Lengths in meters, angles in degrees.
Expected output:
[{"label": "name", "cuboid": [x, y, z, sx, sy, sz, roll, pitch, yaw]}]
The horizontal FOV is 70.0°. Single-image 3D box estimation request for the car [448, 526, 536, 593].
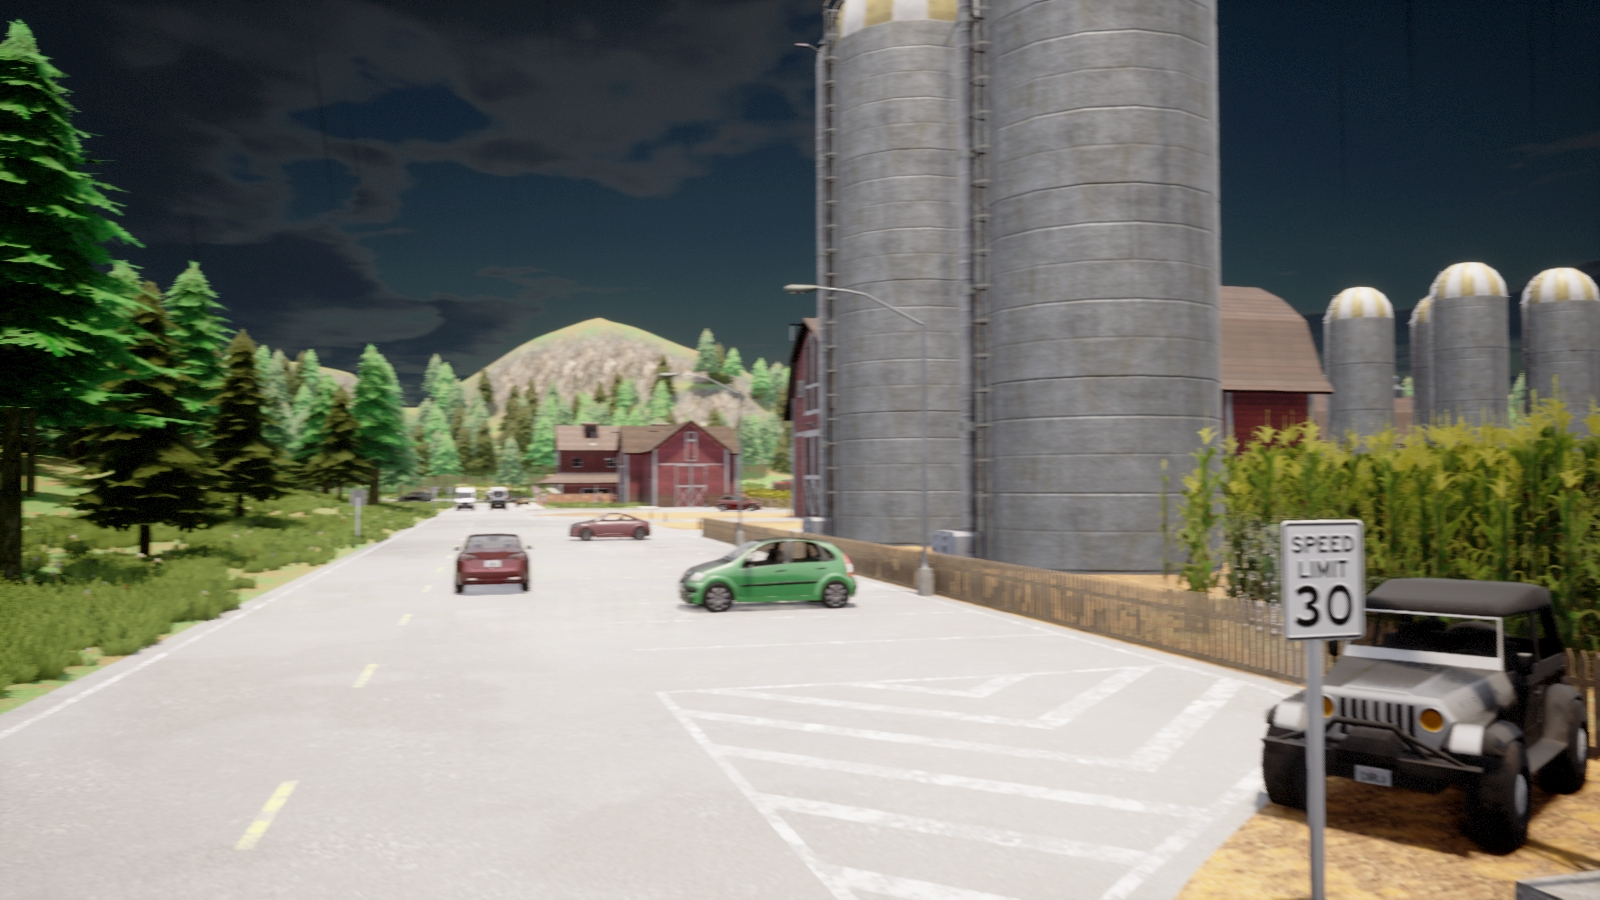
[{"label": "car", "cuboid": [-8.468, 2.945, 31.555, 2.163, 1.488, 4.792, 0, -2, -15]}]
